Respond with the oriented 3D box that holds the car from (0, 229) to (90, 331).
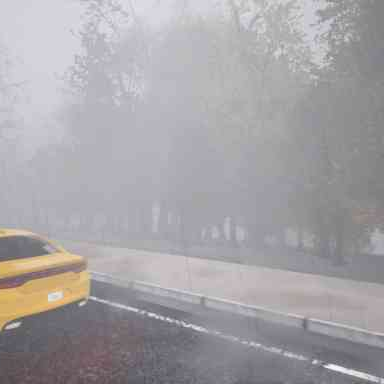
[{"bbox_3d":[-4.153,1.476,6.622,5.008,1.535,1.882,0,0,35],"label":"car"}]
